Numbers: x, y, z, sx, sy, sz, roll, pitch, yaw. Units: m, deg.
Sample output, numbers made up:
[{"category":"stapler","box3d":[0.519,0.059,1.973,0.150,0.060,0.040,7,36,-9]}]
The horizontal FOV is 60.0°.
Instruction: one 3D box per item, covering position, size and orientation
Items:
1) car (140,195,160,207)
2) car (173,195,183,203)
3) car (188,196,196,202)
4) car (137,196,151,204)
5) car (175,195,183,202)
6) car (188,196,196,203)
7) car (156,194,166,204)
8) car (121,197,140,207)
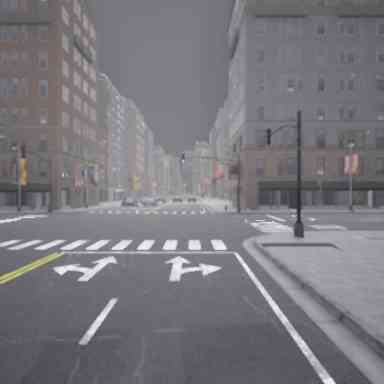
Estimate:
[{"category":"car","box3d":[-6.573,1.622,52.279,1.812,1.442,4.674,0,0,0]},{"category":"car","box3d":[-3.266,1.629,73.761,1.882,1.535,5.008,0,0,0]},{"category":"car","box3d":[-0.018,1.680,84.178,1.994,1.385,4.181,0,0,0]},{"category":"car","box3d":[-9.765,1.656,68.176,2.128,1.511,4.902,0,0,0]},{"category":"car","box3d":[-3.268,1.605,84.177,1.882,1.535,5.008,0,0,0]},{"category":"car","box3d":[-0.016,1.629,73.728,1.882,1.535,5.008,0,0,0]},{"category":"car","box3d":[-6.516,1.362,67.760,2.150,2.045,5.566,0,0,0]},{"category":"car","box3d":[-9.824,1.574,52.301,1.882,1.535,5.008,0,0,0]}]
